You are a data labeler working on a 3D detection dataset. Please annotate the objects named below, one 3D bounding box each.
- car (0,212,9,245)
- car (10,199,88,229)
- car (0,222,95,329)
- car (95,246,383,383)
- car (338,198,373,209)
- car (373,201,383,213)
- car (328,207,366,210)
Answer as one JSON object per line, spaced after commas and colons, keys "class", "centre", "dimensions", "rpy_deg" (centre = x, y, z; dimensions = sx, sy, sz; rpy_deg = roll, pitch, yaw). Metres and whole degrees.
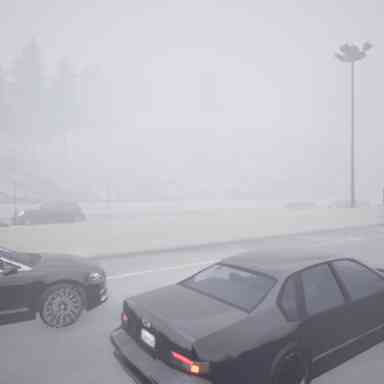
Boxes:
{"class": "car", "centre": [-10.371, 1.624, 13.802], "dimensions": [4.718, 1.301, 1.895], "rpy_deg": [0, 0, -35]}
{"class": "car", "centre": [-9.774, 1.386, 22.834], "dimensions": [4.553, 1.767, 2.097], "rpy_deg": [0, 0, -36]}
{"class": "car", "centre": [-3.852, 1.501, 5.360], "dimensions": [4.902, 1.511, 2.128], "rpy_deg": [0, 0, -35]}
{"class": "car", "centre": [1.584, 1.553, 4.896], "dimensions": [5.357, 1.411, 2.033], "rpy_deg": [0, 0, -36]}
{"class": "car", "centre": [22.735, 1.590, 46.188], "dimensions": [5.357, 1.411, 2.033], "rpy_deg": [0, 0, -35]}
{"class": "car", "centre": [22.556, 1.633, 37.452], "dimensions": [4.718, 1.301, 1.895], "rpy_deg": [0, 0, -36]}
{"class": "car", "centre": [17.505, 1.529, 38.130], "dimensions": [4.902, 1.511, 2.128], "rpy_deg": [0, 0, -36]}
